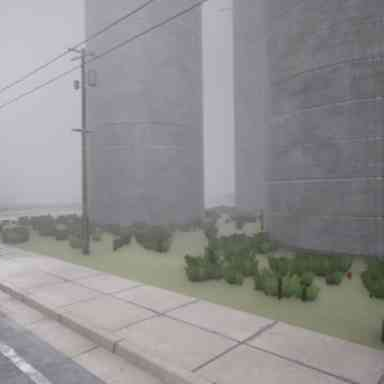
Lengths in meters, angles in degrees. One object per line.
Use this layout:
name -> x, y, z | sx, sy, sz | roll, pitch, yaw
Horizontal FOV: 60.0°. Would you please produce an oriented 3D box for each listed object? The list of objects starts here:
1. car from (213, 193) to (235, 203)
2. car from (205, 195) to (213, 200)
car -> 6.860, 1.246, 66.106 | 3.866, 1.878, 1.905 | -1, 0, 43
car -> 5.272, 1.484, 84.243 | 3.905, 1.438, 1.784 | -1, 0, 43
